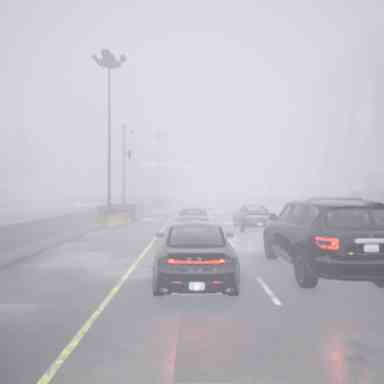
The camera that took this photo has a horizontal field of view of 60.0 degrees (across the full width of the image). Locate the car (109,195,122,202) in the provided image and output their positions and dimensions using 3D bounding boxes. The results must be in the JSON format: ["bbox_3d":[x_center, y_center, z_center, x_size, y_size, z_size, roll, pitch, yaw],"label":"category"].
[{"bbox_3d":[-17.548,1.476,76.608,1.994,1.385,4.181,0,0,0],"label":"car"}]

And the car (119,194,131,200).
[{"bbox_3d":[-17.484,1.363,86.967,2.033,1.411,5.357,0,1,0],"label":"car"}]

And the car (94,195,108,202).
[{"bbox_3d":[-21.047,1.474,76.850,1.994,1.385,4.181,0,0,0],"label":"car"}]

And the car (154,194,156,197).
[{"bbox_3d":[-10.481,1.293,87.528,1.882,1.535,5.008,0,1,0],"label":"car"}]

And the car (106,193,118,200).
[{"bbox_3d":[-20.983,1.177,87.148,2.097,1.767,4.553,0,1,0],"label":"car"}]

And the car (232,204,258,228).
[{"bbox_3d":[3.562,1.493,19.912,2.128,1.511,4.902,0,0,0],"label":"car"}]

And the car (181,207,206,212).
[{"bbox_3d":[0.060,1.549,18.773,2.033,1.411,5.357,0,0,0],"label":"car"}]

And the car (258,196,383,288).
[{"bbox_3d":[3.581,1.223,9.352,2.150,2.045,5.566,0,0,0],"label":"car"}]

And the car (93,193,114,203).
[{"bbox_3d":[-17.605,1.318,66.748,2.097,1.767,4.553,0,0,0],"label":"car"}]

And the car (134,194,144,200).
[{"bbox_3d":[-13.982,1.318,87.355,1.837,1.490,4.892,0,1,0],"label":"car"}]

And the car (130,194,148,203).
[{"bbox_3d":[-10.605,1.491,66.696,1.812,1.442,4.674,0,0,0],"label":"car"}]

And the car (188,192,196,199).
[{"bbox_3d":[0.069,0.925,95.640,2.150,2.045,5.566,0,1,0],"label":"car"}]

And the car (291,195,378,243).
[{"bbox_3d":[7.060,1.223,17.353,2.150,2.045,5.566,0,0,0],"label":"car"}]

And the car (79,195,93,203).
[{"bbox_3d":[-21.104,1.458,66.991,1.882,1.535,5.008,0,0,0],"label":"car"}]

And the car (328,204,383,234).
[{"bbox_3d":[10.561,1.549,20.654,2.033,1.411,5.357,0,0,0],"label":"car"}]

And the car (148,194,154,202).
[{"bbox_3d":[-10.545,1.396,77.098,1.882,1.535,5.008,0,0,0],"label":"car"}]

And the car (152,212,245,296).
[{"bbox_3d":[0.082,1.506,8.610,1.837,1.490,4.892,0,0,0],"label":"car"}]

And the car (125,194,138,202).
[{"bbox_3d":[-14.046,1.275,76.957,2.097,1.767,4.553,0,0,0],"label":"car"}]

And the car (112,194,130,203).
[{"bbox_3d":[-14.105,1.530,66.707,1.994,1.385,4.181,0,0,0],"label":"car"}]
